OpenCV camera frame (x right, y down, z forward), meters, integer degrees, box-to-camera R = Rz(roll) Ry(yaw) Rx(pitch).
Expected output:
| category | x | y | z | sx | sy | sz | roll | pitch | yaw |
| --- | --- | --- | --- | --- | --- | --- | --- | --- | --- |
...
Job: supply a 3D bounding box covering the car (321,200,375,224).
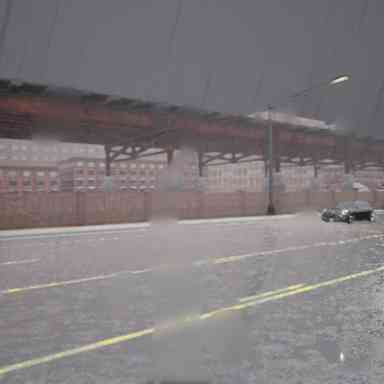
| category | x | y | z | sx | sy | sz | roll | pitch | yaw |
| --- | --- | --- | --- | --- | --- | --- | --- | --- | --- |
| car | 11.928 | 1.437 | 25.370 | 4.553 | 1.767 | 2.097 | 0 | 0 | -35 |
